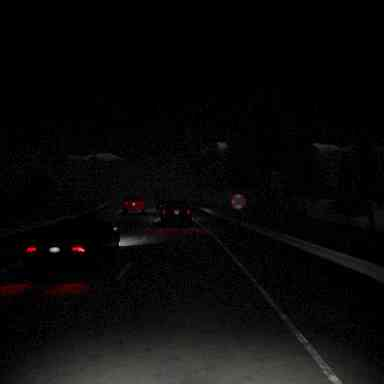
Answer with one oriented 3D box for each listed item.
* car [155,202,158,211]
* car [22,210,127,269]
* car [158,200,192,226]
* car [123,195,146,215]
[{"bbox_3d":[-3.496,1.636,41.252,2.033,1.411,5.357,0,0,-10],"label":"car"},{"bbox_3d":[-3.732,1.575,11.236,2.033,1.411,5.357,0,0,-3],"label":"car"},{"bbox_3d":[-1.209,1.402,23.971,2.097,1.767,4.553,0,0,-6],"label":"car"},{"bbox_3d":[-6.122,1.301,35.450,2.150,2.045,5.566,0,0,-8],"label":"car"}]
